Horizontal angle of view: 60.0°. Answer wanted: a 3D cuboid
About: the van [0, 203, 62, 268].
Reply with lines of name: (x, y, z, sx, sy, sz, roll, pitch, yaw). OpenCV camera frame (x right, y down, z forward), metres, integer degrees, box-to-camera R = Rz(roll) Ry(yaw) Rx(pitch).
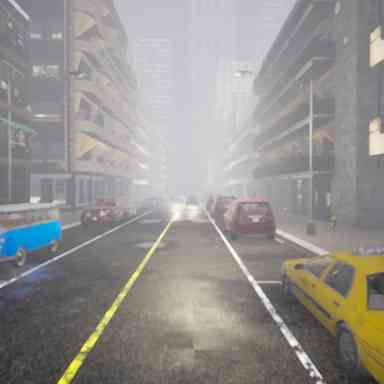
van: (-5.669, 1.295, 10.746, 1.690, 1.788, 3.998, -1, 0, 0)

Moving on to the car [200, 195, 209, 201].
car: (2.683, 1.263, 72.340, 1.947, 1.339, 4.313, -1, 0, 0)

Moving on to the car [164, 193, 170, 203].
car: (-5.698, 1.294, 61.166, 2.008, 1.369, 4.403, -1, 0, 0)

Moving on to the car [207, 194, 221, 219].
car: (2.678, 1.199, 27.523, 2.192, 1.841, 5.009, -1, 0, 0)

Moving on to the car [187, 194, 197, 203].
car: (0.003, 1.224, 60.556, 1.882, 1.535, 5.008, 0, 0, 0)

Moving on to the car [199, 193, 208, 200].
car: (2.681, 1.115, 77.942, 1.967, 1.590, 4.097, -1, 0, 0)

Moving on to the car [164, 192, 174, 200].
car: (-5.700, 0.966, 83.572, 2.192, 1.841, 5.009, -1, 0, 0)

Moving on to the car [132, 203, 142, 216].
car: (-5.706, 1.434, 27.553, 2.008, 1.369, 4.403, -1, 0, 0)

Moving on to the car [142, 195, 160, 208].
car: (-5.698, 1.395, 44.359, 1.802, 1.307, 4.206, -1, 0, 0)

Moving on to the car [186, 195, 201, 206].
car: (0.002, 1.388, 50.578, 1.895, 1.301, 4.718, 0, 0, 0)

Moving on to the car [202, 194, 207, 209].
car: (2.679, 1.152, 38.727, 2.192, 1.841, 5.009, -1, 0, 0)

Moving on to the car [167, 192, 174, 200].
car: (-5.697, 1.248, 72.369, 2.008, 1.369, 4.403, -1, 0, 0)

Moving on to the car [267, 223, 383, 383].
car: (2.680, 1.503, 5.286, 1.752, 1.417, 4.829, -1, 0, 0)

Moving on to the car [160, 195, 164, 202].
car: (-5.698, 1.371, 49.961, 1.802, 1.307, 4.206, -1, 0, 0)

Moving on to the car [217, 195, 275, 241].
car: (2.677, 1.246, 16.319, 2.192, 1.841, 5.009, -1, 0, 0)

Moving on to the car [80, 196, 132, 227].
car: (-5.692, 1.221, 21.950, 2.192, 1.841, 5.009, -1, 0, 0)
